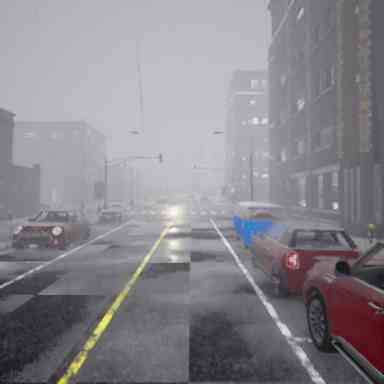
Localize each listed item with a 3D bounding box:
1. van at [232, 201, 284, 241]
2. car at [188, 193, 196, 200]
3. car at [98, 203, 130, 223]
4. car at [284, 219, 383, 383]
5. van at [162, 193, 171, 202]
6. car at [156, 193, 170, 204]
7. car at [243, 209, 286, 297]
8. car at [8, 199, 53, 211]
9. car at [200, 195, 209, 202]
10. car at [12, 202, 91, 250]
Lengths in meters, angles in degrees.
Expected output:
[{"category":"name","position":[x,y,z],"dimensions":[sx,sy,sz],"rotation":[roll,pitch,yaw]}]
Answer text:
[{"category":"van","position":[2.705,1.316,13.899],"dimensions":[1.690,1.788,3.998],"rotation":[1,0,0]},{"category":"car","position":[-0.014,1.311,89.098],"dimensions":[1.837,1.490,4.892],"rotation":[0,0,0]},{"category":"car","position":[-5.681,1.507,24.720],"dimensions":[2.008,1.369,4.403],"rotation":[1,0,0]},{"category":"car","position":[2.707,1.310,3.085],"dimensions":[2.192,1.841,5.009],"rotation":[1,0,0]},{"category":"van","position":[-5.684,1.206,74.044],"dimensions":[1.690,1.788,3.998],"rotation":[1,0,0]},{"category":"car","position":[-5.763,1.431,62.676],"dimensions":[1.887,1.381,4.507],"rotation":[1,0,0]},{"category":"car","position":[2.704,1.425,8.492],"dimensions":[1.967,1.590,4.097],"rotation":[1,0,0]},{"category":"car","position":[-19.306,1.541,39.972],"dimensions":[4.507,1.381,1.887],"rotation":[0,-1,1]},{"category":"car","position":[2.694,1.305,74.107],"dimensions":[1.967,1.590,4.097],"rotation":[1,0,0]},{"category":"car","position":[-5.676,1.415,13.906],"dimensions":[1.967,1.590,4.097],"rotation":[1,0,0]}]
